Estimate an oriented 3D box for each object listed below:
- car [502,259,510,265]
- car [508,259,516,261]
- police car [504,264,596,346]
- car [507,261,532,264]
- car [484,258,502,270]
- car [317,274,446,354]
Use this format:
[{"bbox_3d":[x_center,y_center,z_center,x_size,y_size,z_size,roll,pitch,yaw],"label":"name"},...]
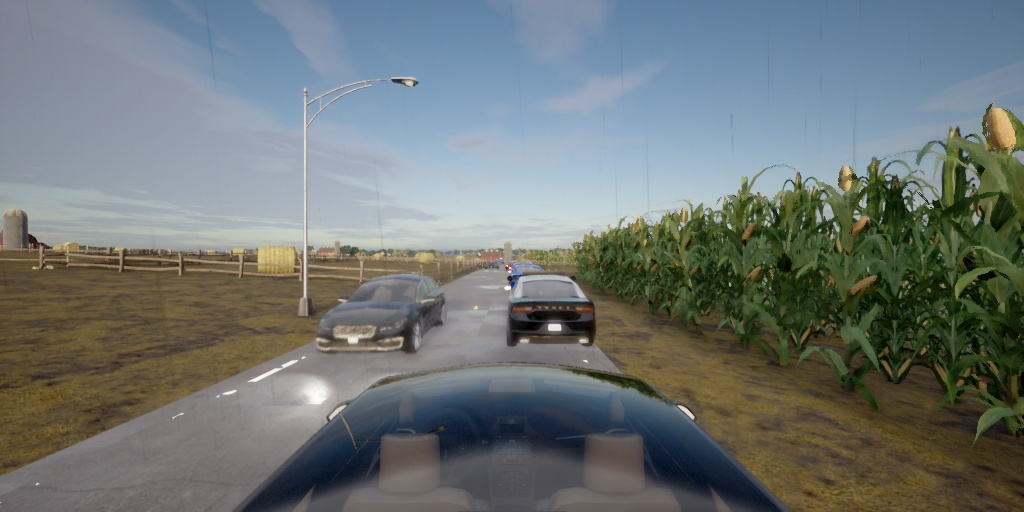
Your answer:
[{"bbox_3d":[0.026,1.295,47.739,1.895,1.301,4.718,0,0,0],"label":"car"},{"bbox_3d":[0.817,1.201,25.386,1.882,1.535,5.008,0,0,0],"label":"car"},{"bbox_3d":[0.823,1.171,9.496,1.930,1.638,5.238,0,0,0],"label":"police car"},{"bbox_3d":[0.822,1.213,19.387,1.882,1.535,5.008,0,0,0],"label":"car"},{"bbox_3d":[-2.856,1.259,50.643,1.994,1.385,4.181,0,0,0],"label":"car"},{"bbox_3d":[-2.852,1.251,8.858,1.837,1.490,4.892,0,0,0],"label":"car"}]
